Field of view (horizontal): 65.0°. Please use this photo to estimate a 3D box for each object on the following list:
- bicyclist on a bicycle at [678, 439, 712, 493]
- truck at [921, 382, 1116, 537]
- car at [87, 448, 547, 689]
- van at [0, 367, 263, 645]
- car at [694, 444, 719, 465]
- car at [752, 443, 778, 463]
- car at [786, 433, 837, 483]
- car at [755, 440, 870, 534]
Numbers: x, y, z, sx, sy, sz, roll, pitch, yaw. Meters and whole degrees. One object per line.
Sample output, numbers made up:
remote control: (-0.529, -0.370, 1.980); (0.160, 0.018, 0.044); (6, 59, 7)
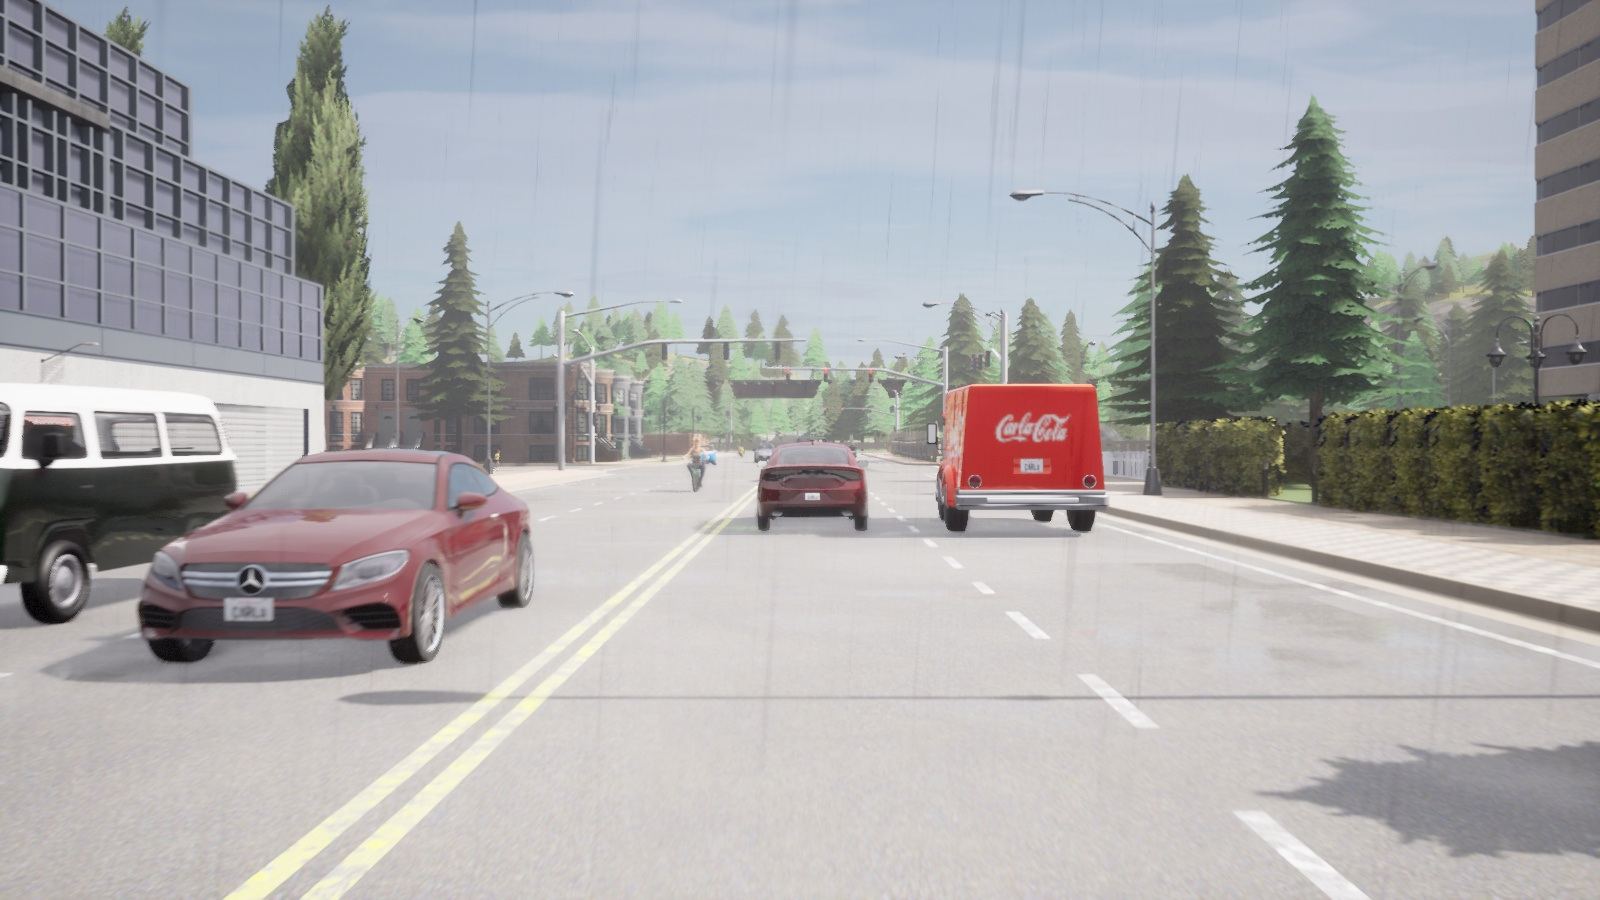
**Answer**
bicyclist on a bicycle: (-3.134, 0.468, 37.702); (0.866, 1.612, 1.509); (0, 0, 1)
truck: (3.721, 0.136, 22.535); (2.627, 2.467, 5.204); (0, 0, 1)
car: (-3.396, 0.713, 9.946); (1.812, 1.442, 4.674); (0, 0, 1)
van: (-6.883, 0.400, 11.389); (2.069, 2.038, 4.480); (0, 0, 1)
car: (-6.217, 0.325, 83.372); (1.481, 1.376, 2.207); (0, 0, 1)
car: (-2.615, 0.224, 94.712); (1.845, 1.501, 3.633); (0, 0, 0)
car: (0.470, 0.284, 49.622); (1.932, 1.855, 4.605); (0, 0, 1)
car: (0.225, 0.595, 23.005); (1.882, 1.535, 5.008); (0, 0, 1)
